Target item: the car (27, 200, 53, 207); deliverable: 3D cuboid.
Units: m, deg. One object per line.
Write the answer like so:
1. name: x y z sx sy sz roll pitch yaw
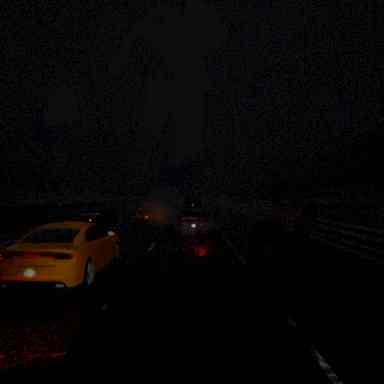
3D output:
1. car: -21.085 1.982 47.549 1.837 1.490 4.892 0 -1 0

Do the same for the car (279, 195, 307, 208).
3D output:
1. car: 16.327 1.563 54.190 2.150 2.045 5.566 1 -2 -18

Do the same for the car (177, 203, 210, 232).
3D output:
1. car: 0.098 1.736 22.005 1.837 1.490 4.892 0 0 0

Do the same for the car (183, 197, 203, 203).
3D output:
1. car: 0.095 1.633 40.613 2.150 2.045 5.566 0 0 0

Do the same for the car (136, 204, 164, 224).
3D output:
1. car: -3.402 1.763 27.634 1.882 1.535 5.008 0 -1 0

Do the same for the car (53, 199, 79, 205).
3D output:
1. car: -17.584 1.830 47.722 2.097 1.767 4.553 0 -1 0

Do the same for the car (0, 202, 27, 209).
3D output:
1. car: -24.585 2.064 46.157 1.895 1.301 4.718 0 -1 0

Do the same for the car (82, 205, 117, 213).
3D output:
1. car: -6.902 1.751 24.994 2.128 1.511 4.902 0 -1 0

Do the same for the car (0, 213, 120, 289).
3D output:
1. car: -3.401 1.579 9.463 1.882 1.535 5.008 0 -1 0
